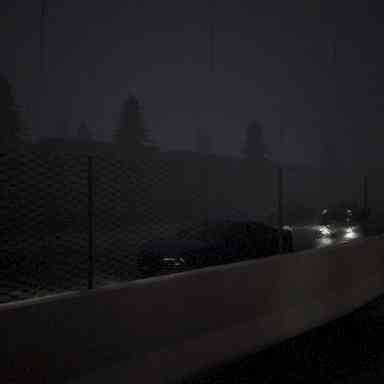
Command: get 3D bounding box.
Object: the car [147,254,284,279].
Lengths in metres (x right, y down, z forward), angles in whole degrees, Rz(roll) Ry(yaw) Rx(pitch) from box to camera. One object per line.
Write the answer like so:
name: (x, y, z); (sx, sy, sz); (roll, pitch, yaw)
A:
car: (0.827, 1.493, 9.336); (5.008, 1.535, 1.882); (0, 0, -40)
